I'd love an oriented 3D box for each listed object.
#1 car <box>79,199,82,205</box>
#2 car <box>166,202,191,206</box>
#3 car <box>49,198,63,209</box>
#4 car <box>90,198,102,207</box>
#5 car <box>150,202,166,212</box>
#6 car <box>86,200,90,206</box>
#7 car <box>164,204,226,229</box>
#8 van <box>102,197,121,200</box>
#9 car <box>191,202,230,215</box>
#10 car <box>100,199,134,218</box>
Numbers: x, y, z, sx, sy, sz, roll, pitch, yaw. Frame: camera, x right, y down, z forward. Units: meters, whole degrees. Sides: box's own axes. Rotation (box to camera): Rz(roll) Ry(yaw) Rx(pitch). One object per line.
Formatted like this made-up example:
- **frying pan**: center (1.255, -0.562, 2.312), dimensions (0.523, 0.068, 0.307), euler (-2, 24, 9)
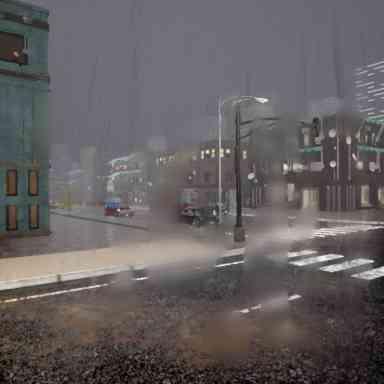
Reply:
- **car**: center (-26.548, 2.364, 76.507), dimensions (1.947, 1.339, 4.313), euler (-1, 0, -35)
- **car**: center (-0.962, 1.904, 40.366), dimensions (1.802, 1.307, 4.206), euler (-2, 0, -35)
- **car**: center (-23.694, 2.233, 57.971), dimensions (1.752, 1.417, 4.829), euler (-1, 0, -35)
- **car**: center (-16.959, 1.940, 62.953), dimensions (2.192, 1.841, 5.009), euler (-1, 0, -35)
- **car**: center (-4.160, 1.966, 44.883), dimensions (1.802, 1.307, 4.206), euler (-1, 0, -35)
- **car**: center (-20.152, 2.228, 67.471), dimensions (1.887, 1.381, 4.507), euler (-1, 0, -35)
- **car**: center (0.118, 1.814, 24.125), dimensions (1.947, 1.339, 4.313), euler (-1, 0, -35)
- **van**: center (-13.760, 1.907, 58.435), dimensions (1.690, 1.788, 3.998), euler (-1, 0, -35)
- **car**: center (2.235, 1.810, 35.847), dimensions (2.008, 1.369, 4.403), euler (-2, 0, -35)
- **car**: center (-7.804, 1.846, 35.521), dimensions (1.967, 1.590, 4.097), euler (-1, 0, -35)
